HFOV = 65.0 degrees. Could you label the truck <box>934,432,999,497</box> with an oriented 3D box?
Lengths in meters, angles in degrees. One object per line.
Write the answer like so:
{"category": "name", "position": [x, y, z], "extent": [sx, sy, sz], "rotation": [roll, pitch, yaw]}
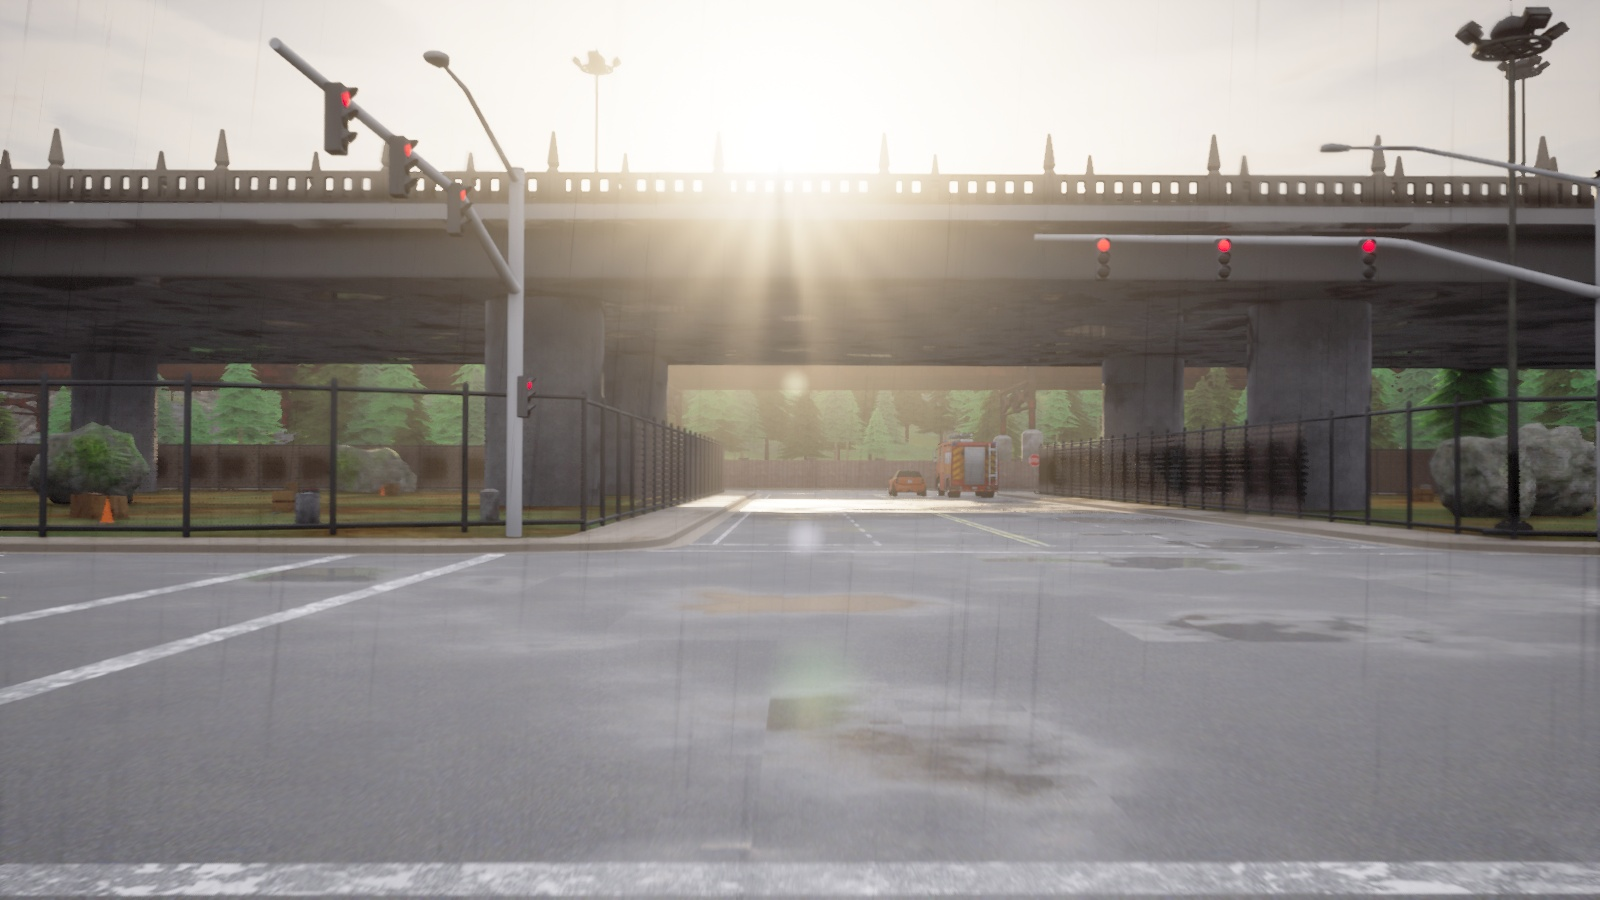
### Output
{"category": "truck", "position": [10.306, 0.925, 78.626], "extent": [2.891, 3.827, 8.468], "rotation": [0, -1, 0]}

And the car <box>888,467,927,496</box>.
{"category": "car", "position": [6.807, 1.985, 80.058], "extent": [2.097, 1.767, 4.553], "rotation": [0, -1, 0]}
